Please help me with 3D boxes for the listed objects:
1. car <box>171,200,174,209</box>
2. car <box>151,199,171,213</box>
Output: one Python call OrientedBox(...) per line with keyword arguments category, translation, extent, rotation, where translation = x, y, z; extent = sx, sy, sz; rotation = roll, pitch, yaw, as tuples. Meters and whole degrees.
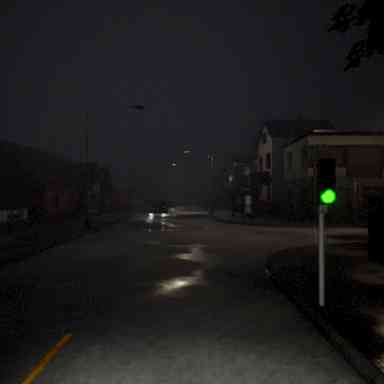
OrientedBox(category="car", translation=(-4.039, 1.998, 56.764), extent=(1.882, 1.535, 5.008), rotation=(0, -1, 1))
OrientedBox(category="car", translation=(-4.072, 1.887, 42.126), extent=(1.837, 1.490, 4.892), rotation=(0, 1, 0))
